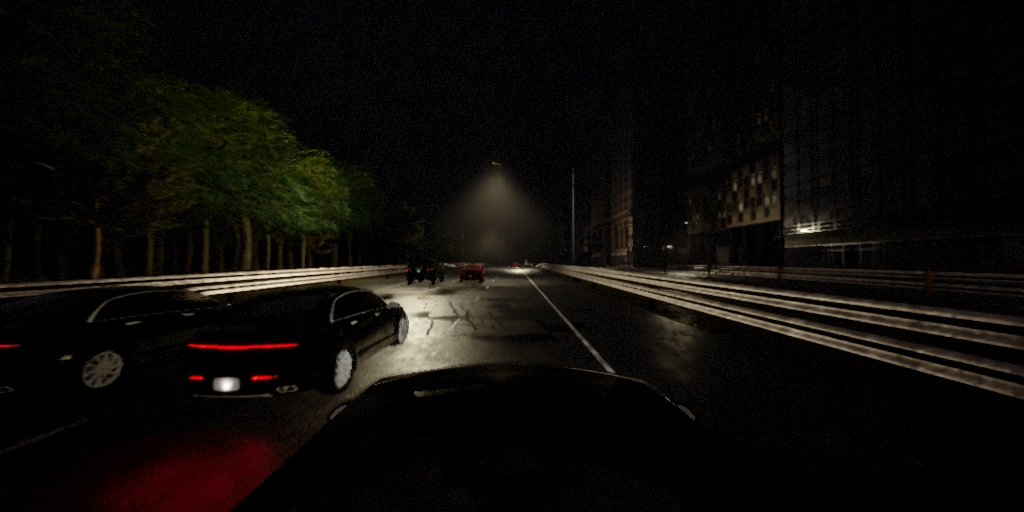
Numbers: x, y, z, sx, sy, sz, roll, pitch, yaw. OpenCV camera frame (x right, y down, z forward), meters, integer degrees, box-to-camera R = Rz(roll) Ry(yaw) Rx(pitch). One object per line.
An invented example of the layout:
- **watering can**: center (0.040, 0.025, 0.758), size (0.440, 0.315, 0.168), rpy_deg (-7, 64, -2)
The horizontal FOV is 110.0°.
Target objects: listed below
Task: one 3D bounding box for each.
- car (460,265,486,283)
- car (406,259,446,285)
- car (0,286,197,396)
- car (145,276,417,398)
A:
- **car**: center (-3.398, 1.514, 31.596), size (1.882, 1.535, 5.008), rpy_deg (0, -1, 0)
- **car**: center (-6.898, 1.233, 29.153), size (2.150, 2.045, 5.566), rpy_deg (0, -1, 0)
- **car**: center (-6.898, 1.300, 6.657), size (1.837, 1.490, 4.892), rpy_deg (0, -1, 0)
- **car**: center (-3.398, 1.300, 6.693), size (1.837, 1.490, 4.892), rpy_deg (0, -1, 0)
